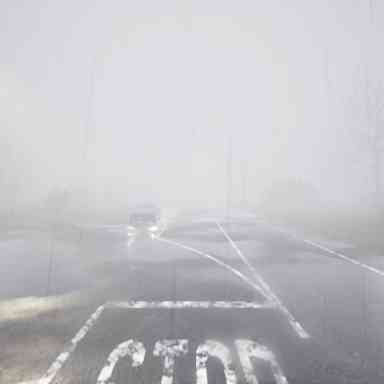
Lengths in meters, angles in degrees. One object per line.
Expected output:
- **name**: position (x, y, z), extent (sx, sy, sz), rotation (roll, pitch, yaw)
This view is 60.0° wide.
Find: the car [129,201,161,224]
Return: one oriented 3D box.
- **car**: position (-3.435, 1.478, 24.882), extent (1.882, 1.535, 5.008), rotation (0, 0, 0)
